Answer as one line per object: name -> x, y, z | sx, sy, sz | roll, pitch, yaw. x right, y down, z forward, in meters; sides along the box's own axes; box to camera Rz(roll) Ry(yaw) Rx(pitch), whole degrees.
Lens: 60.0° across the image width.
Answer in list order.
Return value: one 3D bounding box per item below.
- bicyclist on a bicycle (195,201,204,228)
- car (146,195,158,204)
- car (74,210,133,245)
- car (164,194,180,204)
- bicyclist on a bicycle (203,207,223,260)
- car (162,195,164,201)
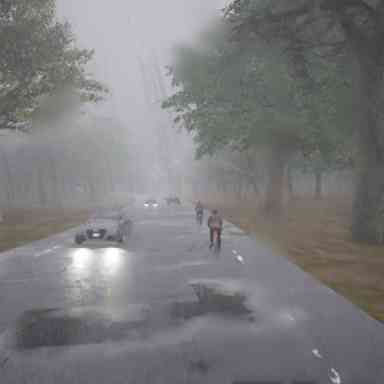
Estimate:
bicyclist on a bicycle -> 0.483, 1.385, 20.379 | 0.582, 1.620, 1.656 | 0, 0, -2
car -> -6.974, 1.284, 57.036 | 1.837, 1.490, 4.892 | 0, 1, -6
car -> -3.904, 1.524, 15.325 | 1.994, 1.385, 4.181 | 0, 0, -2
car -> -3.204, 1.116, 55.913 | 2.097, 1.767, 4.553 | 0, 0, -6
bicyclist on a bicycle -> 0.790, 1.417, 11.326 | 0.582, 1.620, 1.656 | 0, 0, -1
car -> -5.662, 1.258, 73.997 | 1.895, 1.301, 4.718 | 0, 0, -9
